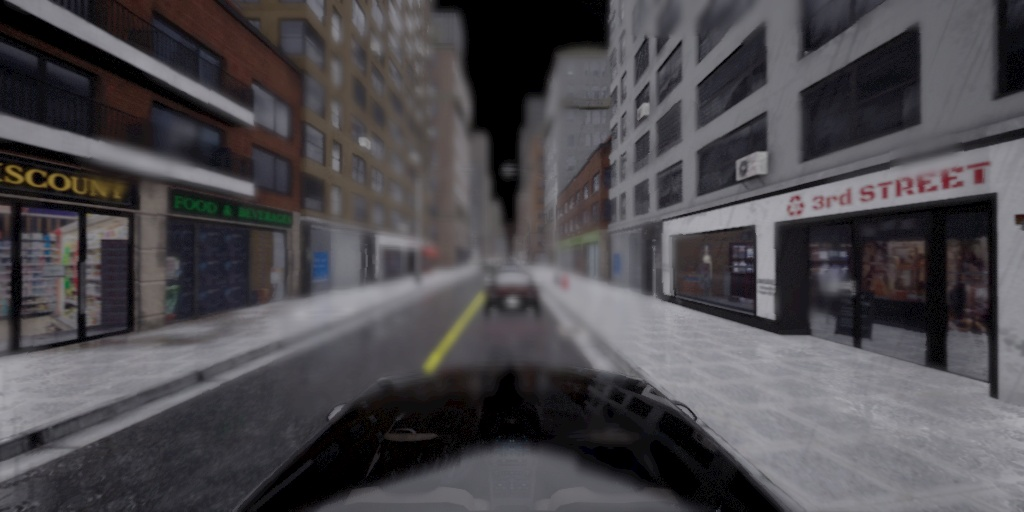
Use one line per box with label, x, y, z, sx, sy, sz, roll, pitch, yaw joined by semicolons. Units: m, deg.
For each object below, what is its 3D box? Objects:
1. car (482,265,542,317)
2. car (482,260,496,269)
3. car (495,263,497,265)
car;0.035;1.256;13.431;1.882;1.535;5.008;0;0;0
car;-3.098;1.358;50.702;1.882;1.535;5.008;0;0;0
car;0.022;1.363;27.263;2.033;1.411;5.357;0;0;1
